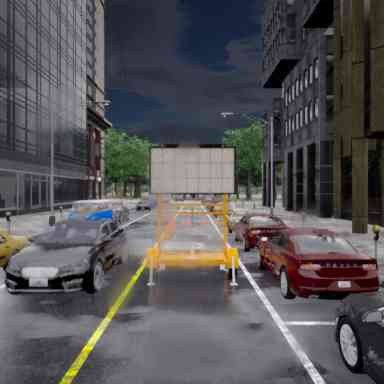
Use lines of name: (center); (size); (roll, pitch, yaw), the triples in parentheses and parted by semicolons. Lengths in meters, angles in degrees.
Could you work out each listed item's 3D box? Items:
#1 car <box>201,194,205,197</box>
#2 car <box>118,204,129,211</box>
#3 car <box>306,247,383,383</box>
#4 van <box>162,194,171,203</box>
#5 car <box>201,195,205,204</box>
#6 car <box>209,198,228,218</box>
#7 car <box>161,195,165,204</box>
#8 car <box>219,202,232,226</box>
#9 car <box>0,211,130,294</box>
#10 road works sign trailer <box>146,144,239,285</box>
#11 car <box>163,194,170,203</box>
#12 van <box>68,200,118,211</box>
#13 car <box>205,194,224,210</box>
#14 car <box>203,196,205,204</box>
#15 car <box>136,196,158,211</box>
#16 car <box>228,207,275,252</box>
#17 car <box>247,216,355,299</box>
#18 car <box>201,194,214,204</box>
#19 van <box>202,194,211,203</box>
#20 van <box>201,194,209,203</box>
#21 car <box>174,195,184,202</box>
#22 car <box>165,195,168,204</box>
car: (2.851, 1.455, 57.218); (1.967, 1.590, 4.097); (0, 0, 0)
car: (-5.725, 1.553, 24.606); (2.008, 1.369, 4.403); (0, 0, 0)
car: (2.767, 1.551, 2.842); (2.008, 1.369, 4.403); (0, 0, 0)
van: (-5.649, 1.367, 73.544); (1.690, 1.788, 3.998); (0, 0, 0)
car: (2.843, 1.556, 51.780); (1.887, 1.381, 4.507); (0, 0, 0)
car: (2.809, 1.529, 30.200); (1.752, 1.417, 4.829); (0, 0, 0)
car: (-5.683, 1.537, 51.624); (1.752, 1.417, 4.829); (0, 0, 0)
car: (2.792, 1.527, 19.325); (1.752, 1.417, 4.829); (0, 0, 0)
car: (-2.986, 1.491, 8.923); (2.128, 1.511, 4.902); (0, 0, 0)
road works sign trailer: (0.015, 0.465, 9.426); (2.380, 3.560, 2.880); (0, 0, 0)
car: (-5.666, 1.543, 62.499); (1.752, 1.417, 4.829); (0, 0, 0)
van: (-5.733, 1.342, 19.168); (1.690, 1.788, 3.998); (0, 0, 0)
car: (2.817, 1.320, 35.468); (2.192, 1.841, 5.009); (0, 0, 0)
car: (2.835, 1.534, 46.513); (1.752, 1.417, 4.829); (0, 0, 0)
car: (-5.699, 1.573, 40.918); (1.947, 1.339, 4.313); (0, 0, 0)
car: (2.784, 1.545, 13.717); (1.887, 1.381, 4.507); (0, 0, 0)
car: (2.775, 1.545, 8.280); (1.887, 1.381, 4.507); (0, 0, 0)
car: (2.859, 1.333, 62.656); (2.192, 1.841, 5.009); (0, 0, 0)
van: (2.868, 1.363, 68.093); (1.690, 1.788, 3.998); (0, 0, 0)
van: (2.876, 1.367, 73.531); (1.690, 1.788, 3.998); (0, 0, 0)
car: (-2.879, 1.535, 76.245); (1.837, 1.490, 4.892); (0, 0, 0)
car: (-5.674, 1.581, 57.231); (1.947, 1.339, 4.313); (0, 0, 0)
